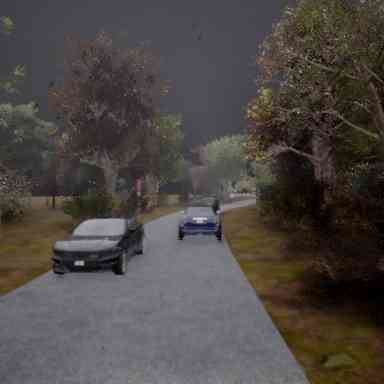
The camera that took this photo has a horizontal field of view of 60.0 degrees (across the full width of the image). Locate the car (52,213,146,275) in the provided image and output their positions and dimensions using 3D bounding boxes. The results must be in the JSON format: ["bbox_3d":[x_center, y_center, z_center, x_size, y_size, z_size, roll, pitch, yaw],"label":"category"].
[{"bbox_3d":[-2.724,1.496,10.727,1.882,1.535,5.008,0,0,1],"label":"car"}]

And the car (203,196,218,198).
[{"bbox_3d":[2.258,1.519,40.097,2.150,2.045,5.566,0,-1,8],"label":"car"}]

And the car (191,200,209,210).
[{"bbox_3d":[1.307,2.024,53.234,2.128,1.511,4.902,0,-1,11],"label":"car"}]

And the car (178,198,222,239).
[{"bbox_3d":[0.443,1.403,17.660,2.097,1.767,4.553,0,0,2],"label":"car"}]
